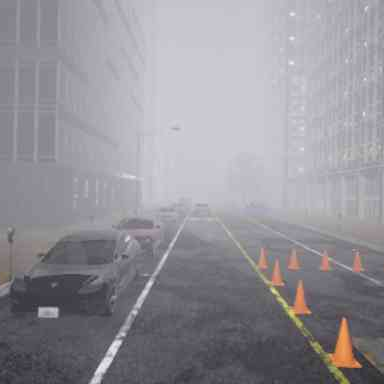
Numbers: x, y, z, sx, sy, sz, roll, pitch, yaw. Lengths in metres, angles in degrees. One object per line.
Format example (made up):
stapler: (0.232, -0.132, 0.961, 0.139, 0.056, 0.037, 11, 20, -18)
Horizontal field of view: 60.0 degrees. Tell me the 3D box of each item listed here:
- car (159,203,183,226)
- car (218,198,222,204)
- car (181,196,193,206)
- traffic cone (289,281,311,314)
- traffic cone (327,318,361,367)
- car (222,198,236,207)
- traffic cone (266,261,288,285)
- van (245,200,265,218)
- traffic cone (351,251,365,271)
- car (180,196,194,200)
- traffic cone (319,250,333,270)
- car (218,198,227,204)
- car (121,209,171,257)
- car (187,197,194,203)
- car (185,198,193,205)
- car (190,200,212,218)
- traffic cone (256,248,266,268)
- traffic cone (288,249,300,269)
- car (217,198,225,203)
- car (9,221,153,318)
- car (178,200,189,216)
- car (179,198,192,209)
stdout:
car: (-1.857, 1.735, 24.597, 1.802, 1.307, 4.206, 1, 0, 1)
car: (7.685, 2.277, 75.664, 2.008, 1.369, 4.403, 1, 0, 1)
car: (-0.946, 1.776, 64.467, 2.192, 1.841, 5.009, 1, 0, 1)
traffic cone: (2.145, 2.056, 6.596, 0.340, 0.580, 0.340, 1, 0, 1)
traffic cone: (2.099, 2.039, 4.596, 0.340, 0.580, 0.340, 1, 0, 1)
car: (7.426, 2.194, 64.272, 2.008, 1.369, 4.403, 1, 0, 1)
traffic cone: (2.190, 2.073, 8.595, 0.340, 0.580, 0.340, 1, 0, 1)
van: (6.782, 1.768, 35.798, 1.690, 1.788, 3.998, 1, 0, 1)
traffic cone: (5.234, 2.155, 10.526, 0.340, 0.580, 0.340, 1, 0, 1)
car: (-1.205, 1.691, 53.076, 2.192, 1.841, 5.009, 1, 0, 1)
traffic cone: (4.235, 2.133, 10.549, 0.340, 0.580, 0.340, 1, 0, 1)
car: (7.944, 2.356, 87.055, 2.008, 1.369, 4.403, 1, 0, 1)
car: (-2.115, 1.604, 13.207, 1.887, 1.381, 4.507, 1, 0, 1)
car: (-0.305, 2.185, 92.773, 1.752, 1.417, 4.829, 1, 0, 1)
car: (-0.692, 2.125, 75.857, 1.802, 1.307, 4.206, 1, 0, 1)
car: (1.067, 1.819, 34.696, 1.812, 1.442, 4.674, 1, 0, 1)
traffic cone: (2.236, 2.090, 10.594, 0.340, 0.580, 0.340, 1, 0, 1)
traffic cone: (3.235, 2.111, 10.572, 0.340, 0.580, 0.340, 1, 0, 1)
car: (8.073, 2.425, 92.750, 1.802, 1.307, 4.206, 1, 0, 1)
car: (-2.245, 1.577, 7.511, 1.947, 1.339, 4.313, 1, 0, 1)
car: (-1.599, 1.827, 35.988, 1.802, 1.307, 4.206, 1, 0, 1)
car: (-1.339, 1.899, 47.379, 1.947, 1.339, 4.313, 1, 0, 1)
